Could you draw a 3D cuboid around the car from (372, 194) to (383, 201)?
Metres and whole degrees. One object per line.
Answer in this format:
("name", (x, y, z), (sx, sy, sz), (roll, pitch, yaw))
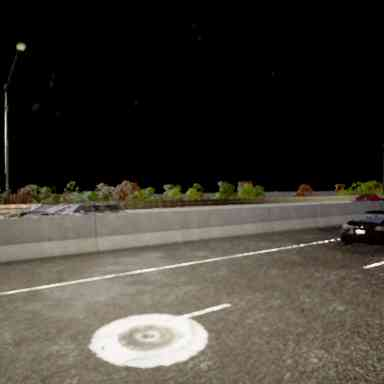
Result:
("car", (26.862, 1.186, 44.563), (5.357, 1.411, 2.033), (-1, 0, -35))

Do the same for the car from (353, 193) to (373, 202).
("car", (24.953, 0.989, 47.498), (4.553, 1.767, 2.097), (-1, 0, -35))

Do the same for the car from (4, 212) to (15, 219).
("car", (-9.837, 1.510, 22.766), (5.357, 1.411, 2.033), (-1, 0, -35))

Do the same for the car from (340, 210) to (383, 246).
("car", (7.996, 1.456, 13.735), (4.181, 1.385, 1.994), (-1, 0, -35))

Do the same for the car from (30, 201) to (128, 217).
("car", (-5.559, 1.312, 17.219), (4.553, 1.767, 2.097), (-1, 0, -35))

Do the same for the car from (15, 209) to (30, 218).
("car", (-7.600, 1.452, 20.062), (4.902, 1.511, 2.128), (-1, 0, -35))
